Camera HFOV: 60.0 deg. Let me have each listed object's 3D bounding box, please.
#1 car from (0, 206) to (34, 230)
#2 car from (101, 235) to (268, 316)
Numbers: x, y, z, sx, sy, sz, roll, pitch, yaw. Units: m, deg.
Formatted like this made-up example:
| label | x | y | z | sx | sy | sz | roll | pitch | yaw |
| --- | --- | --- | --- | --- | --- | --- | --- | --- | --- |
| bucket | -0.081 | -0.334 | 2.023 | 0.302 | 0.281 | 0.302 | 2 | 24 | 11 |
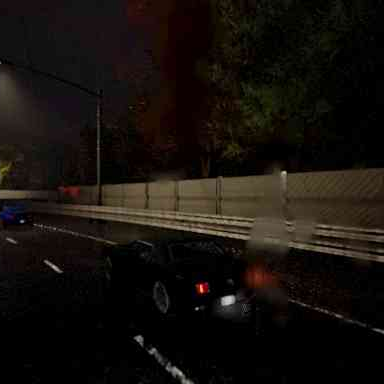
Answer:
| label | x | y | z | sx | sy | sz | roll | pitch | yaw |
| --- | --- | --- | --- | --- | --- | --- | --- | --- | --- |
| car | -12.345 | 1.702 | 22.795 | 1.812 | 1.442 | 4.674 | 1 | -1 | -43 |
| car | -0.569 | 1.662 | 7.793 | 1.895 | 1.301 | 4.718 | 0 | -1 | -33 |
